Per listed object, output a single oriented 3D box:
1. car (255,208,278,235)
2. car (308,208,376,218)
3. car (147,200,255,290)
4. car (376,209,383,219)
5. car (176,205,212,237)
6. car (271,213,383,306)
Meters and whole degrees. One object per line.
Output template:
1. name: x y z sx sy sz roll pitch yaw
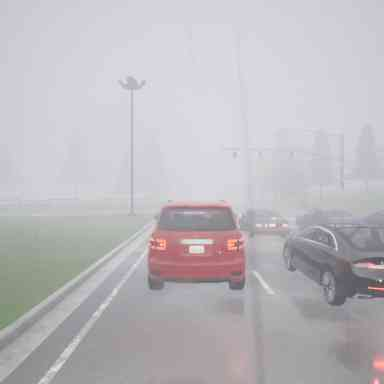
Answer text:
1. car: 3.636 1.547 17.538 2.033 1.411 5.357 0 0 0
2. car: 7.137 1.547 17.653 2.033 1.411 5.357 0 0 0
3. car: 0.112 1.221 9.225 2.150 2.045 5.566 0 0 0
4. car: 10.636 1.564 17.534 1.994 1.385 4.181 0 0 0
5. car: 0.123 1.526 18.928 1.812 1.442 4.674 0 0 0
6. car: 3.615 1.492 8.012 2.128 1.511 4.902 0 0 0
